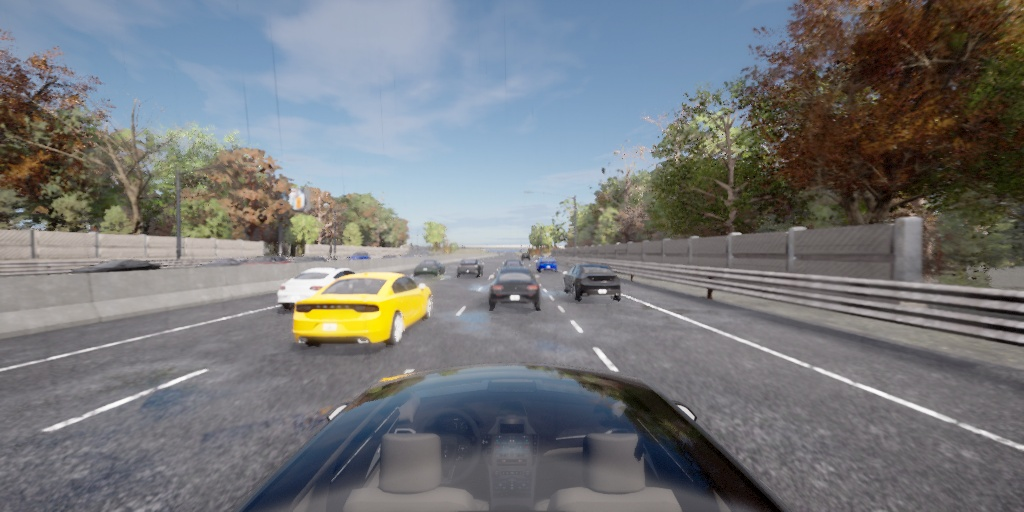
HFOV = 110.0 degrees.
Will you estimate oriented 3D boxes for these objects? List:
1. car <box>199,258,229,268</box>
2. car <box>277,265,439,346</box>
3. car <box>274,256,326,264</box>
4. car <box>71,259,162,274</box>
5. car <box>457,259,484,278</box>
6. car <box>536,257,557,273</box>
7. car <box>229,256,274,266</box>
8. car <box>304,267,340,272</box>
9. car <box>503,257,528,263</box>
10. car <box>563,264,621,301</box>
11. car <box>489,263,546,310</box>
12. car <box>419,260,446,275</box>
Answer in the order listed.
[{"bbox_3d":[-24.591,0.943,31.037,2.128,1.511,4.902,0,1,0],"label":"car"},{"bbox_3d":[-3.398,1.151,9.163,1.882,1.535,5.008,0,1,0],"label":"car"},{"bbox_3d":[-17.593,0.807,30.612,2.097,1.767,4.553,0,1,0],"label":"car"},{"bbox_3d":[-28.094,0.983,25.682,1.882,1.535,5.008,0,1,0],"label":"car"},{"bbox_3d":[-3.396,0.956,29.798,2.128,1.511,4.902,0,1,0],"label":"car"},{"bbox_3d":[3.504,0.869,36.961,1.882,1.535,5.008,0,1,0],"label":"car"},{"bbox_3d":[-21.092,0.807,30.626,2.097,1.767,4.553,0,1,0],"label":"car"},{"bbox_3d":[-6.896,1.152,13.739,1.812,1.442,4.674,0,1,0],"label":"car"},{"bbox_3d":[0.106,1.021,30.543,1.994,1.385,4.181,0,1,0],"label":"car"},{"bbox_3d":[3.502,1.098,16.308,1.837,1.490,4.892,0,1,0],"label":"car"},{"bbox_3d":[0.102,1.151,13.845,1.812,1.442,4.674,0,1,0],"label":"car"},{"bbox_3d":[-6.894,1.021,30.496,1.994,1.385,4.181,0,1,0],"label":"car"}]
